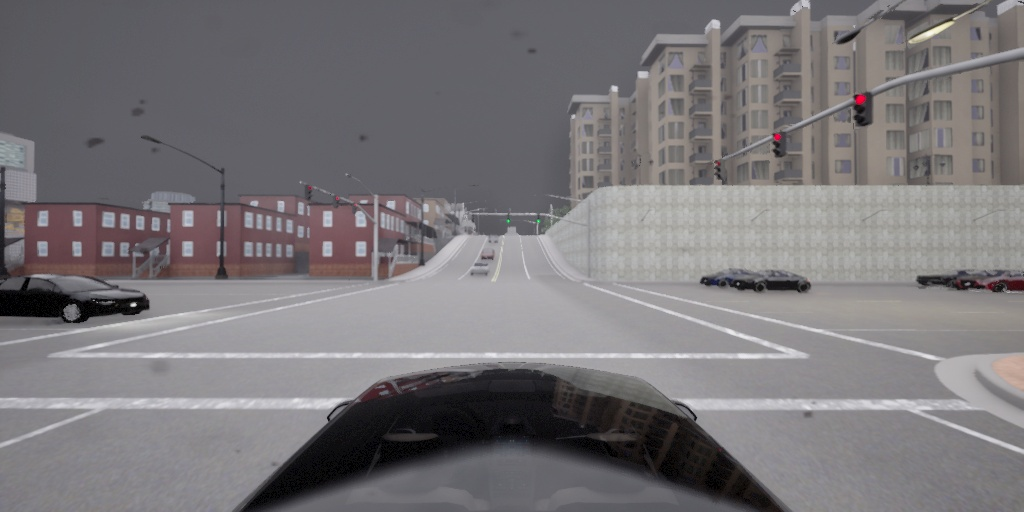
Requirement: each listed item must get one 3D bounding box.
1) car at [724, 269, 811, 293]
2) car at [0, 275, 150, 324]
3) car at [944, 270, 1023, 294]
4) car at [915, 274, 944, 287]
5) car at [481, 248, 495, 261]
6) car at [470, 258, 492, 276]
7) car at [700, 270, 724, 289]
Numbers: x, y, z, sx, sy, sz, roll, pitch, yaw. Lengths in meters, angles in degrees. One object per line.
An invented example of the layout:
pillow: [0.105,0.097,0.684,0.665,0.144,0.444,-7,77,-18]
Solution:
car: [16.145,1.571,22.482,4.181,1.385,1.994,0,-1,0]
car: [-15.070,1.380,11.991,4.892,1.490,1.837,0,-1,0]
car: [30.514,1.570,22.434,4.181,1.385,1.994,0,-1,0]
car: [32.395,1.651,25.928,4.718,1.301,1.895,0,-1,0]
car: [-3.587,-0.353,53.592,1.882,1.535,5.008,0,10,0]
car: [-3.593,1.395,40.563,1.895,1.301,4.718,0,4,0]
car: [15.967,1.615,25.986,4.181,1.385,1.994,0,-1,-1]
